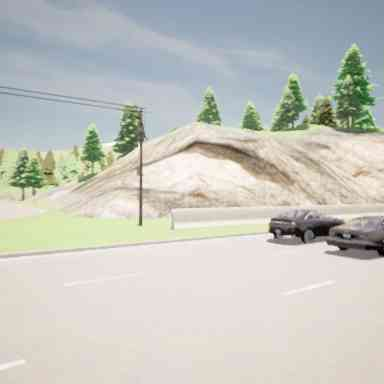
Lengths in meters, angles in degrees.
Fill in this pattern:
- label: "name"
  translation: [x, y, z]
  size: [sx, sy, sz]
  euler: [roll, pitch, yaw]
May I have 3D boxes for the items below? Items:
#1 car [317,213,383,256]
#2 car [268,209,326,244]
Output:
- label: "car"
  translation: [7.721, 1.679, 13.674]
  size: [5.357, 1.411, 2.033]
  euler: [1, 0, -35]
- label: "car"
  translation: [5.941, 1.627, 16.700]
  size: [4.902, 1.511, 2.128]
  euler: [1, 0, -35]
